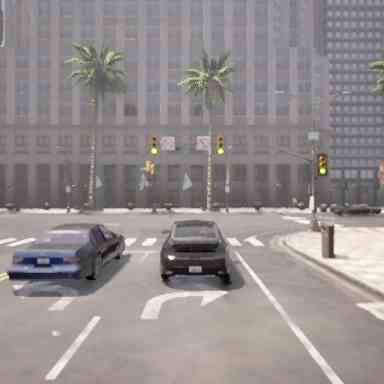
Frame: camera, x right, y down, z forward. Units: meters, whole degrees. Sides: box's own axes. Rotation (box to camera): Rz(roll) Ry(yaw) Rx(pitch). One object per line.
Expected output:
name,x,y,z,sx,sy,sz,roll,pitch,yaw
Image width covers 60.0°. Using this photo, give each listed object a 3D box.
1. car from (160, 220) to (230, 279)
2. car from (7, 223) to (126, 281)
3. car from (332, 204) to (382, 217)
car,0.085,1.629,10.395,1.837,1.490,4.892,0,-1,0
car,-3.420,1.669,10.184,2.033,1.411,5.357,0,-1,0
car,18.213,2.038,36.902,4.718,1.301,1.895,0,-1,0
